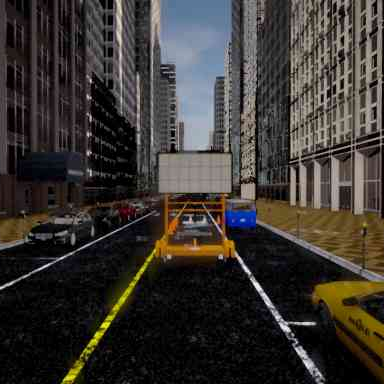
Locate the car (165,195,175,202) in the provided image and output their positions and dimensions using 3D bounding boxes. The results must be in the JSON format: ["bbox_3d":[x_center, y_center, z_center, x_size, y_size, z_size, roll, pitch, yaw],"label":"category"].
[{"bbox_3d":[-5.128,1.420,77.241,1.967,1.590,4.097,-1,0,0],"label":"car"}]

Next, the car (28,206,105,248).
[{"bbox_3d":[-5.589,1.547,14.723,2.008,1.369,4.403,-1,0,0],"label":"car"}]

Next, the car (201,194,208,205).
[{"bbox_3d":[3.127,1.536,60.128,2.008,1.369,4.403,-1,0,0],"label":"car"}]

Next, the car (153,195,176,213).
[{"bbox_3d":[-2.826,1.469,36.869,1.882,1.535,5.008,0,0,0],"label":"car"}]

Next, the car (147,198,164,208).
[{"bbox_3d":[-5.337,1.539,48.824,2.008,1.369,4.403,-1,0,0],"label":"car"}]

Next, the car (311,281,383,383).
[{"bbox_3d":[2.708,1.524,3.464,1.752,1.417,4.829,-1,0,0],"label":"car"}]

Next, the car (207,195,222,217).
[{"bbox_3d":[2.915,1.308,31.711,2.192,1.841,5.009,-1,0,0],"label":"car"}]

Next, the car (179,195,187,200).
[{"bbox_3d":[-2.345,1.454,88.651,1.882,1.535,5.008,0,0,0],"label":"car"}]

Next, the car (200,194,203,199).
[{"bbox_3d":[3.293,1.293,82.863,2.192,1.841,5.009,-1,0,0],"label":"car"}]

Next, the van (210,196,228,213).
[{"bbox_3d":[2.957,1.332,37.395,1.690,1.788,3.998,-1,0,0],"label":"van"}]

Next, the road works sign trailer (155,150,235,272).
[{"bbox_3d":[0.097,0.462,10.744,2.380,3.560,2.880,0,0,1],"label":"road works sign trailer"}]

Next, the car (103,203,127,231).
[{"bbox_3d":[-5.547,1.561,20.406,1.947,1.339,4.313,-1,0,0],"label":"car"}]

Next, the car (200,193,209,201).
[{"bbox_3d":[3.335,1.291,88.547,2.192,1.841,5.009,-1,0,0],"label":"car"}]

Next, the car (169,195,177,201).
[{"bbox_3d":[-5.044,1.502,88.438,1.752,1.417,4.829,-1,0,0],"label":"car"}]

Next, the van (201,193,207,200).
[{"bbox_3d":[3.378,1.315,94.230,1.690,1.788,3.998,-1,0,0],"label":"van"}]

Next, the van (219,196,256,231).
[{"bbox_3d":[2.831,1.336,20.344,1.690,1.788,3.998,-1,0,0],"label":"van"}]

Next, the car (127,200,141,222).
[{"bbox_3d":[-5.505,1.539,26.090,1.887,1.381,4.507,-1,0,0],"label":"car"}]

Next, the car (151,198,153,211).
[{"bbox_3d":[-5.421,1.573,37.457,1.802,1.307,4.206,-1,0,0],"label":"car"}]

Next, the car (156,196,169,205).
[{"bbox_3d":[-5.253,1.536,60.190,2.008,1.369,4.403,-1,0,0],"label":"car"}]

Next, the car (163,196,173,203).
[{"bbox_3d":[-5.169,1.564,71.557,1.802,1.307,4.206,-1,0,0],"label":"car"}]

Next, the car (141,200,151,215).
[{"bbox_3d":[-5.464,1.543,31.773,2.008,1.369,4.403,-1,0,0],"label":"car"}]
